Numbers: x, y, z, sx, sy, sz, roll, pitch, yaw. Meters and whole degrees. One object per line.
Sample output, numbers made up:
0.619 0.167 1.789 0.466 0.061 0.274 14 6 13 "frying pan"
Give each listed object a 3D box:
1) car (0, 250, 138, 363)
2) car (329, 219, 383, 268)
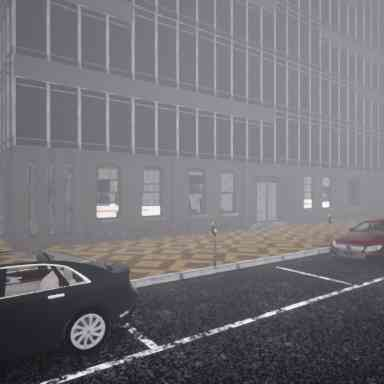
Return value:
-2.906 1.551 4.487 4.403 1.369 2.008 0 0 -36 "car"
6.353 1.582 11.111 4.206 1.307 1.802 0 0 -36 "car"
